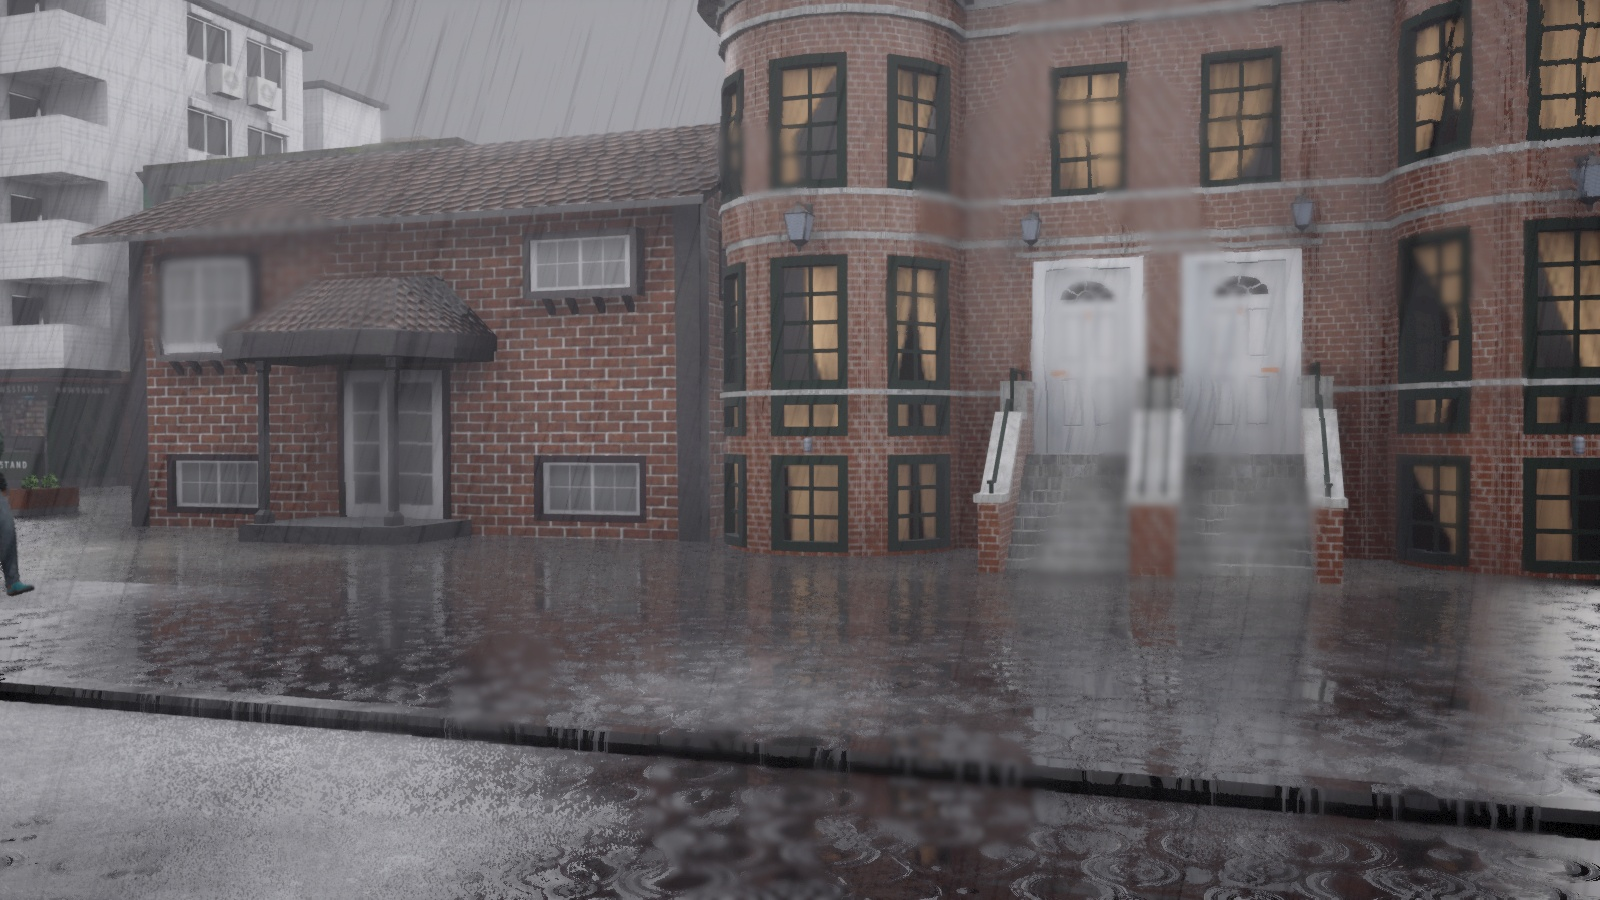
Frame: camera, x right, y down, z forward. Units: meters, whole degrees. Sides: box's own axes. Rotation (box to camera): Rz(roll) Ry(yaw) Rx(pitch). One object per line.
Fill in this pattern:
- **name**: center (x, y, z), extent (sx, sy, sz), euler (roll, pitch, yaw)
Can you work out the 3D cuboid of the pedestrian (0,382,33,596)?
- **pedestrian**: center (-7.128, 0.330, 11.042), extent (0.614, 1.847, 0.353), euler (1, 1, 22)
